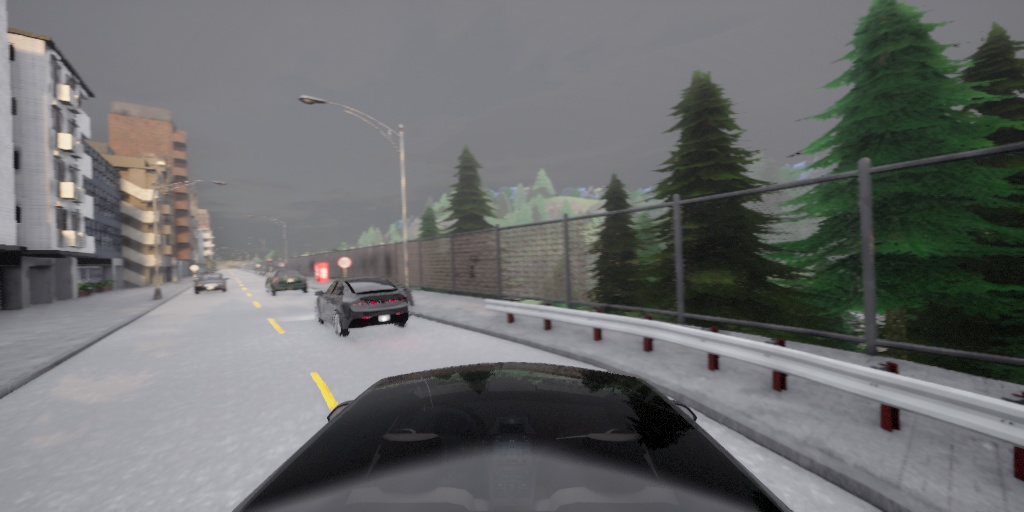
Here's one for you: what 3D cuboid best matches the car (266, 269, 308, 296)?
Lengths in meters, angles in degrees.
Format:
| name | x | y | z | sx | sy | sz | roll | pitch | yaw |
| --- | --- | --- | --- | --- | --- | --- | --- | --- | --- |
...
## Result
| name | x | y | z | sx | sy | sz | roll | pitch | yaw |
| --- | --- | --- | --- | --- | --- | --- | --- | --- | --- |
| car | -15.862 | 1.693 | 25.165 | 2.097 | 1.767 | 4.553 | -2 | 0 | -38 |

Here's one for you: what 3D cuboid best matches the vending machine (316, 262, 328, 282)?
| name | x | y | z | sx | sy | sz | roll | pitch | yaw |
| --- | --- | --- | --- | --- | --- | --- | --- | --- | --- |
| vending machine | -18.911 | 1.649 | 35.816 | 1.100 | 2.100 | 0.880 | 0 | 0 | -38 |

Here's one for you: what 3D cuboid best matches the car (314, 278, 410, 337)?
| name | x | y | z | sx | sy | sz | roll | pitch | yaw |
| --- | --- | --- | --- | --- | --- | --- | --- | --- | --- |
| car | -4.829 | 1.432 | 11.273 | 1.837 | 1.490 | 4.892 | -2 | 0 | -38 |

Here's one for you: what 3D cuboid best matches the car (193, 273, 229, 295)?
| name | x | y | z | sx | sy | sz | roll | pitch | yaw |
| --- | --- | --- | --- | --- | --- | --- | --- | --- | --- |
| car | -23.426 | 2.118 | 27.966 | 2.128 | 1.511 | 4.902 | -2 | 0 | -38 |
